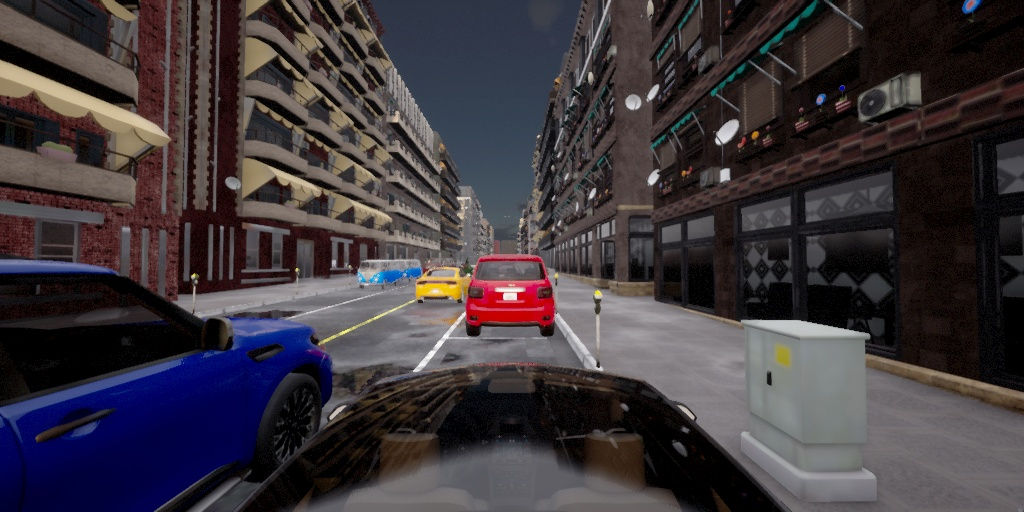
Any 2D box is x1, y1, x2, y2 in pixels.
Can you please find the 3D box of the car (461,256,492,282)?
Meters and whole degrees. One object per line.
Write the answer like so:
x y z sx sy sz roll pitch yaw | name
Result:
-3.020 1.042 31.673 2.150 2.045 5.566 0 0 0 | car

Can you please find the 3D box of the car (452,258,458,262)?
-8.335 1.127 44.724 2.192 1.841 5.009 0 0 0 | car

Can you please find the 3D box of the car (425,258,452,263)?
-8.335 1.114 39.194 2.192 1.841 5.009 0 0 0 | car

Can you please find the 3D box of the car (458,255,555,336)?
-0.039 0.983 10.533 2.150 2.045 5.566 0 0 0 | car

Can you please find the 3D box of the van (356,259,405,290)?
-8.335 1.107 22.603 1.690 1.789 3.998 0 0 0 | van

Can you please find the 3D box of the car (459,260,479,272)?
-5.771 1.344 48.647 2.128 1.511 4.902 0 0 0 | car

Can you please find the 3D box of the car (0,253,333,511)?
-3.020 0.967 1.533 2.150 2.045 5.566 0 0 0 | car

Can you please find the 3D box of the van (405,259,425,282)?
-8.335 1.117 28.134 1.690 1.789 3.998 0 0 0 | van

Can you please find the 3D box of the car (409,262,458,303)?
-3.020 1.246 16.636 1.882 1.535 5.008 0 0 0 | car
